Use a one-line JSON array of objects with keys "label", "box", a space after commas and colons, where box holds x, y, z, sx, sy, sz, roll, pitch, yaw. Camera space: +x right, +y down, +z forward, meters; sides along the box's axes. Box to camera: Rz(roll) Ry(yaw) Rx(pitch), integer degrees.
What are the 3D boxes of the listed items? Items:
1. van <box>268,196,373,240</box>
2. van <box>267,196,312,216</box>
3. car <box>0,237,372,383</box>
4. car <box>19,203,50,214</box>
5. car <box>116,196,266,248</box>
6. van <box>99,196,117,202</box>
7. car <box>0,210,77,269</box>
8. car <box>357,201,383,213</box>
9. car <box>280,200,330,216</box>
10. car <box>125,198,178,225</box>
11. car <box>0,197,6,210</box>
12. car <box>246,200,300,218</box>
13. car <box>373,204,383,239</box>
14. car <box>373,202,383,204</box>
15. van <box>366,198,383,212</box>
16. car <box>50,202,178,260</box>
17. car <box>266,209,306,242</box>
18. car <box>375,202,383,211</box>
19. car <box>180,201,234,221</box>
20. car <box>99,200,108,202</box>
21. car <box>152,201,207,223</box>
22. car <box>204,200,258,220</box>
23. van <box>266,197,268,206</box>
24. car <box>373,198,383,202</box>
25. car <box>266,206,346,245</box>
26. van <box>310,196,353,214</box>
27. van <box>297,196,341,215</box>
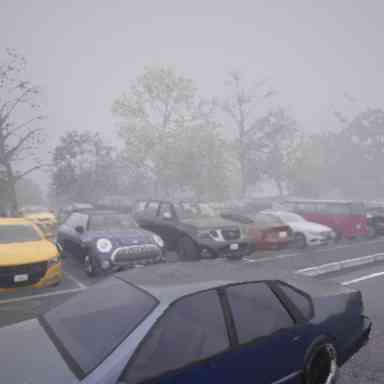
[{"label": "van", "box": [6.334, 1.336, 16.909, 1.878, 1.987, 4.442, 1, 0, -35]}, {"label": "van", "box": [10.321, 1.441, 35.519, 1.878, 1.987, 4.442, 1, 0, -35]}, {"label": "car", "box": [-0.186, 1.551, 3.552, 5.357, 1.411, 2.033, 0, 0, -35]}, {"label": "car", "box": [-9.947, 1.480, 21.002, 1.946, 1.575, 5.366, 0, 0, -35]}, {"label": "car", "box": [-0.365, 1.248, 11.960, 2.435, 2.045, 5.566, 1, 0, -35]}, {"label": "van", "box": [-5.609, 1.296, 24.461, 1.878, 1.987, 4.442, 1, 0, -35]}, {"label": "car", "box": [-4.906, 1.468, 8.769, 2.097, 1.535, 5.008, 0, 0, -35]}, {"label": "car", "box": [26.029, 2.092, 46.847, 2.002, 1.452, 4.674, 2, -1, -35]}, {"label": "car", "box": [12.505, 1.687, 37.225, 2.097, 1.535, 5.008, 1, 0, -35]}, {"label": "car", "box": [-3.268, 1.417, 25.947, 2.185, 1.767, 4.553, 1, 0, -35]}, {"label": "car", "box": [-12.324, 1.217, 19.570, 2.435, 2.045, 5.566, 0, 0, -35]}, {"label": "car", "box": [8.104, 1.643, 33.857, 1.946, 1.575, 5.366, 1, 0, -35]}, {"label": "car", "box": [8.659, 1.582, 18.428, 2.097, 1.535, 5.008, 1, 0, -35]}, {"label": "car", "box": [13.201, 1.653, 21.619, 2.163, 1.488, 4.792, 1, 0, -35]}, {"label": "van", "box": [28.118, 1.888, 48.480, 1.878, 1.987, 4.442, 2, -1, -35]}, {"label": "car", "box": [-2.658, 1.356, 10.400, 2.185, 1.767, 4.553, 1, 0, -35]}, {"label": "car", "box": [1.861, 1.550, 13.617, 2.163, 1.488, 4.792, 1, 0, -35]}, {"label": "car", "box": [30.435, 2.219, 49.991, 2.002, 1.452, 4.674, 2, -1, -35]}, {"label": "car", "box": [1.229, 1.584, 29.182, 2.097, 1.535, 5.008, 1, 0, -35]}, {"label": "car", "box": [-7.796, 1.503, 22.753, 2.231, 1.521, 4.892, 1, 0, -35]}, {"label": "car", "box": [-1.129, 1.563, 27.502, 2.097, 1.535, 5.008, 1, 0, -35]}, {"label": "car", "box": [3.487, 1.606, 30.788, 2.231, 1.521, 4.892, 1, 0, -35]}, {"label": "van", "box": [5.673, 1.400, 32.496, 1.878, 1.987, 4.442, 1, 0, -35]}, {"label": "car", "box": [21.435, 1.667, 43.543, 2.435, 2.045, 5.566, 2, -1, -35]}, {"label": "car", "box": [4.137, 1.581, 15.205, 2.002, 1.452, 4.674, 1, 0, -35]}, {"label": "van", "box": [16.941, 1.565, 40.520, 1.878, 1.987, 4.442, 2, -1, -35]}, {"label": "van", "box": [14.712, 1.497, 38.647, 1.878, 1.987, 4.442, 1, -1, -35]}]
